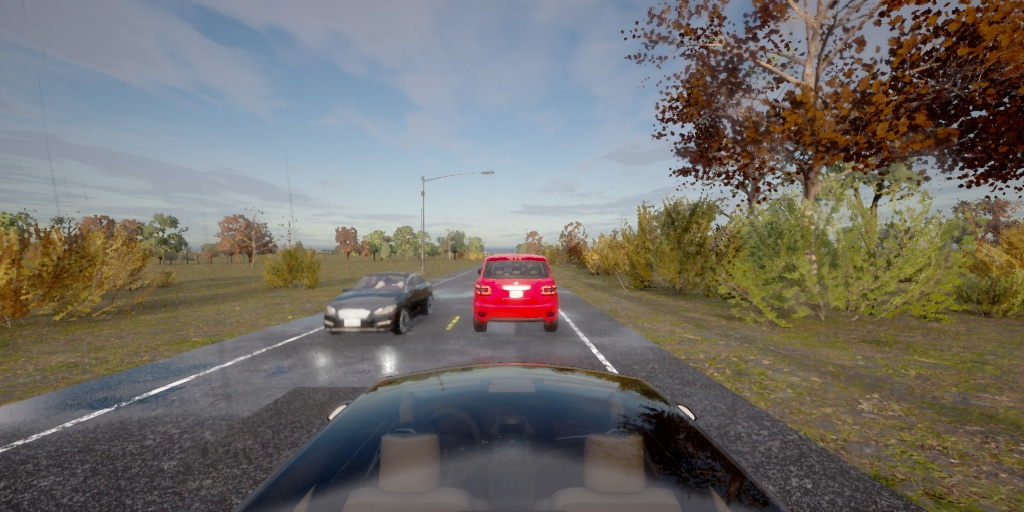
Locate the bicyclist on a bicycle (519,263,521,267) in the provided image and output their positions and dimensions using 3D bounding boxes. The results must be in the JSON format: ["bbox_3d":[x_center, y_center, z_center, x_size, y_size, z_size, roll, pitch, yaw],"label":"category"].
[{"bbox_3d":[0.898,1.111,28.692,0.659,1.776,1.843,0,0,0],"label":"bicyclist on a bicycle"}]

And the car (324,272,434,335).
[{"bbox_3d":[-3.609,1.238,10.553,2.128,1.511,4.902,0,0,0],"label":"car"}]

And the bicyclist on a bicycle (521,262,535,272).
[{"bbox_3d":[0.940,1.114,18.679,0.659,1.776,1.843,0,0,0],"label":"bicyclist on a bicycle"}]

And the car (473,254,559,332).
[{"bbox_3d":[0.090,0.968,10.973,2.150,2.045,5.566,0,0,0],"label":"car"}]
